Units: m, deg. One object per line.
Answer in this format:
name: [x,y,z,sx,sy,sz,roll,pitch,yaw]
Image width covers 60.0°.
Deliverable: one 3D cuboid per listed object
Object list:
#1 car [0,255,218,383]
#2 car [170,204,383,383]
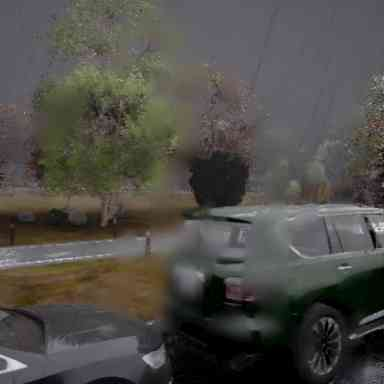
car: [-2.439,1.478,2.336,4.892,1.521,2.231,-1,-2,-36]
car: [2.196,1.217,5.523,5.566,2.045,2.435,-1,-2,-34]
